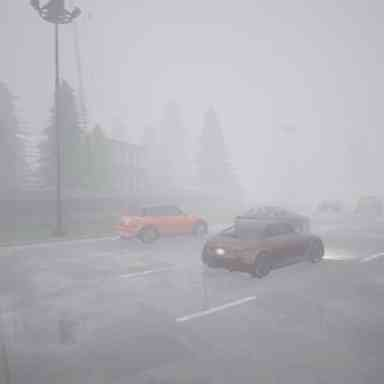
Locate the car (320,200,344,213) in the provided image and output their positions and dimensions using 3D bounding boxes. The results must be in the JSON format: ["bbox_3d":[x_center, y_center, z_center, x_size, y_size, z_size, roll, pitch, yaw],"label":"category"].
[{"bbox_3d":[14.431,1.444,34.235,1.895,1.301,4.718,-1,0,32],"label":"car"}]

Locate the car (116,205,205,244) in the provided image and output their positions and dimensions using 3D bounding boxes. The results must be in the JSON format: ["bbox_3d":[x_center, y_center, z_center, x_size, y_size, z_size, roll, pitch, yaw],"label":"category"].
[{"bbox_3d":[-1.325,1.398,16.370,4.553,1.767,2.097,-1,0,-41],"label":"car"}]

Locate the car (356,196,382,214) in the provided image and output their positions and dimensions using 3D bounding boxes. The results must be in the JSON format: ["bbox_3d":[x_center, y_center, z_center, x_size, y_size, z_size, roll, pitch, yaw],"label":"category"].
[{"bbox_3d":[17.497,1.148,32.856,2.097,1.767,4.553,-1,0,31],"label":"car"}]

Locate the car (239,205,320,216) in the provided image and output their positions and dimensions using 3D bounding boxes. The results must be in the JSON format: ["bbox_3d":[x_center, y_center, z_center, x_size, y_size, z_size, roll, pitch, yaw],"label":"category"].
[{"bbox_3d":[4.090,1.459,16.566,4.902,1.511,2.128,-1,0,-44],"label":"car"}]

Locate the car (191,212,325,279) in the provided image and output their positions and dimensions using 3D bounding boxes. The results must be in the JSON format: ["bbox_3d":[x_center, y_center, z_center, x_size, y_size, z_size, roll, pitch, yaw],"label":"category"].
[{"bbox_3d":[2.280,1.549,10.215,4.181,1.385,1.994,-1,0,-41],"label":"car"}]
